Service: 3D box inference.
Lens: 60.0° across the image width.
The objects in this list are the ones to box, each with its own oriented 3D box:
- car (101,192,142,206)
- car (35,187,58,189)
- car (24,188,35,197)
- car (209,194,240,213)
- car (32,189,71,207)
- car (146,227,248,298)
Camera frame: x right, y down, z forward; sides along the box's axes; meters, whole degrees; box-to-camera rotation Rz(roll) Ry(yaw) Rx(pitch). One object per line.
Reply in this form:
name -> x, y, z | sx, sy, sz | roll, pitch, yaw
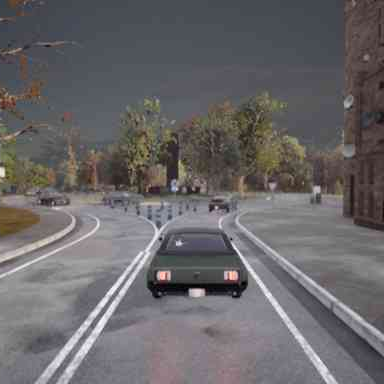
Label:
car -> -7.969, 0.764, 37.674 | 4.674, 1.442, 1.812 | 0, 2, 14
car -> -23.310, 0.010, 54.717 | 2.097, 1.767, 4.553 | 0, 2, -2
car -> -26.662, 0.087, 56.596 | 2.128, 1.511, 4.902 | 0, 2, 2
car -> 2.962, 0.986, 30.193 | 1.837, 1.490, 4.892 | 1, 2, 21
car -> -15.282, 0.777, 36.703 | 4.892, 1.490, 1.837 | 2, 3, 39
car -> 0.095, 1.517, 8.256 | 1.895, 1.301, 4.718 | 0, 1, 0
